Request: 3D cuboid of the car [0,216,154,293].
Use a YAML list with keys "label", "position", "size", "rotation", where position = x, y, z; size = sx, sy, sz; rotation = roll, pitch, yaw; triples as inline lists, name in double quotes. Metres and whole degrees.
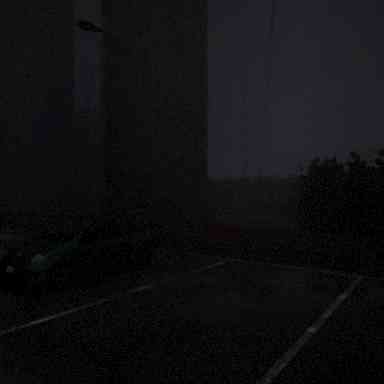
- label: "car"
  position: [-2.913, 1.488, 9.068]
  size: [1.851, 1.617, 3.988]
  rotation: [0, 0, 35]
